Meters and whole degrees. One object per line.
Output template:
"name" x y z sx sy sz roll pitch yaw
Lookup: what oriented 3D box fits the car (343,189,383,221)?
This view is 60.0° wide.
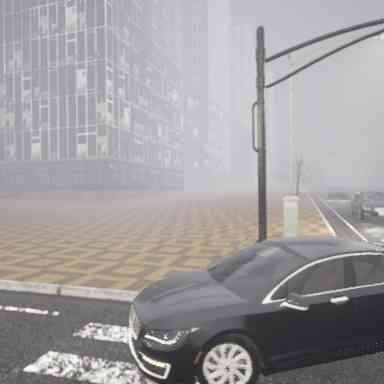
"car" 10.223 0.727 18.899 2.128 1.511 4.902 -1 2 18

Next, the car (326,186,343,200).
"car" 15.731 0.086 36.213 1.994 1.385 4.181 -1 2 18

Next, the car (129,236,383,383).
"car" 1.566 1.476 4.844 4.892 1.490 1.837 -1 2 -17
